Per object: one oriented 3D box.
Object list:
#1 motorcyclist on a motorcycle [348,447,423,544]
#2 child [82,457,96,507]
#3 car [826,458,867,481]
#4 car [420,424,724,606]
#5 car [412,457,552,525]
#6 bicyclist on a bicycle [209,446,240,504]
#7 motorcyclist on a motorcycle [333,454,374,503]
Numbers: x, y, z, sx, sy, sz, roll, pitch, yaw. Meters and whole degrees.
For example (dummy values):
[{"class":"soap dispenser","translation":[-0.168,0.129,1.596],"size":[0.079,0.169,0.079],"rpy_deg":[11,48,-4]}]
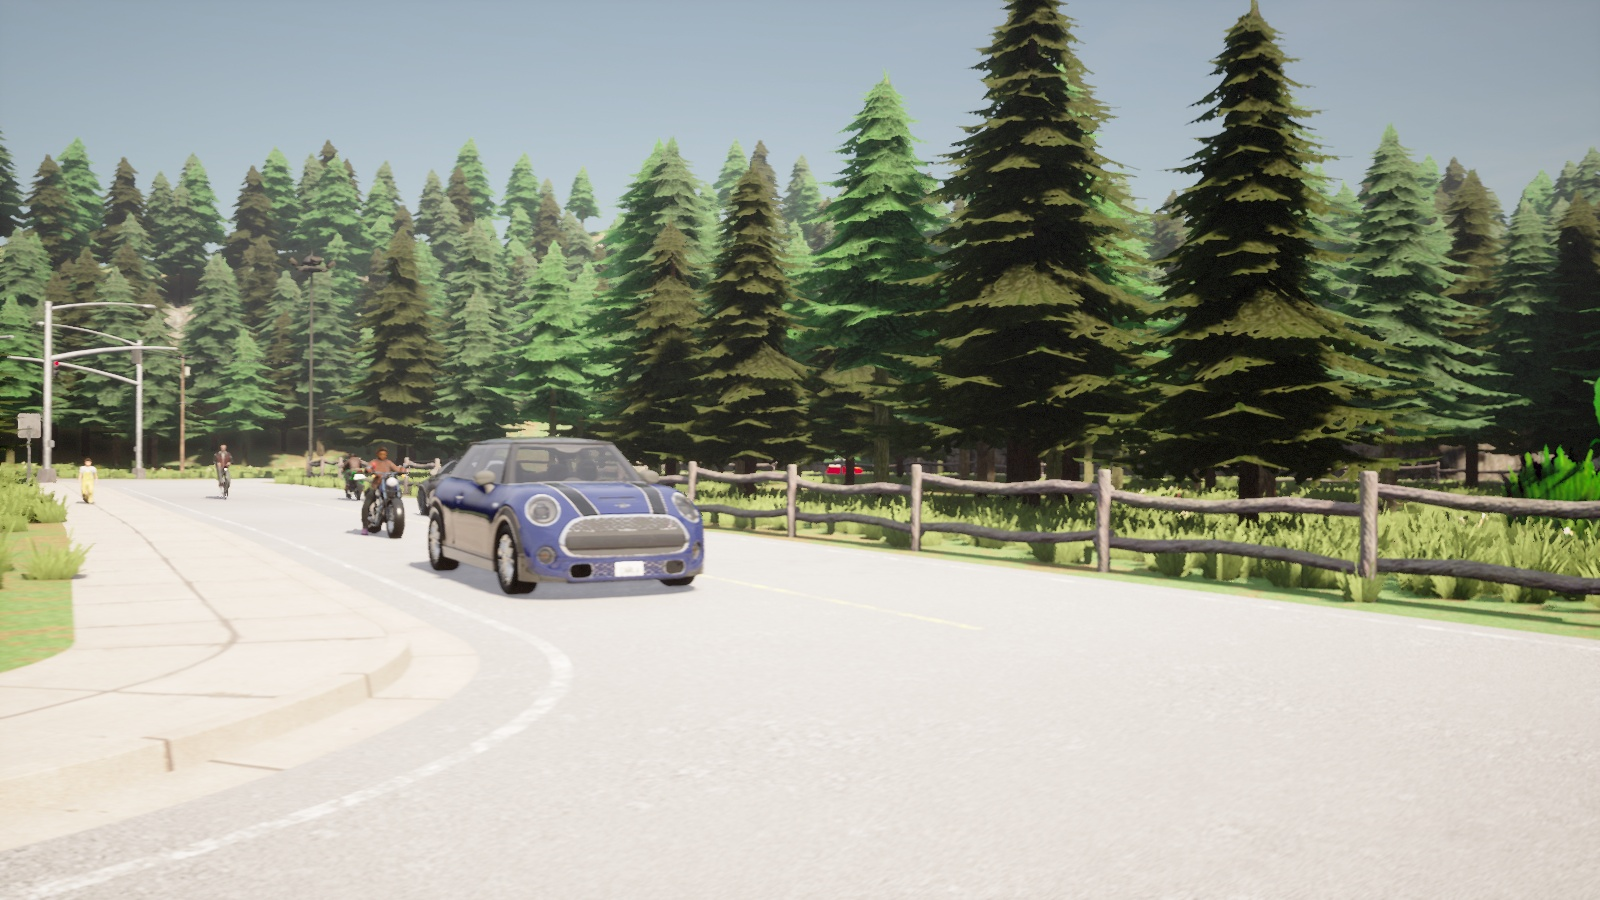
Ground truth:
[{"class":"motorcyclist on a motorcycle","translation":[-7.412,0.771,22.383],"size":[0.766,1.649,2.350],"rpy_deg":[0,0,-31]},{"class":"child","translation":[-18.190,0.813,32.116],"size":[0.270,1.263,0.437],"rpy_deg":[0,0,-24]},{"class":"car","translation":[2.836,1.180,76.306],"size":[2.207,1.376,1.481],"rpy_deg":[0,-1,16]},{"class":"car","translation":[-2.843,0.644,14.675],"size":[2.097,1.767,4.553],"rpy_deg":[0,0,-30]},{"class":"car","translation":[-7.456,0.883,29.128],"size":[1.812,1.442,4.674],"rpy_deg":[0,0,-32]},{"class":"bicyclist on a bicycle","translation":[-18.192,0.779,39.684],"size":[0.659,1.776,1.843],"rpy_deg":[0,-1,-32]},{"class":"motorcyclist on a motorcycle","translation":[-14.179,0.893,39.861],"size":[0.797,1.523,2.044],"rpy_deg":[0,0,-32]}]
